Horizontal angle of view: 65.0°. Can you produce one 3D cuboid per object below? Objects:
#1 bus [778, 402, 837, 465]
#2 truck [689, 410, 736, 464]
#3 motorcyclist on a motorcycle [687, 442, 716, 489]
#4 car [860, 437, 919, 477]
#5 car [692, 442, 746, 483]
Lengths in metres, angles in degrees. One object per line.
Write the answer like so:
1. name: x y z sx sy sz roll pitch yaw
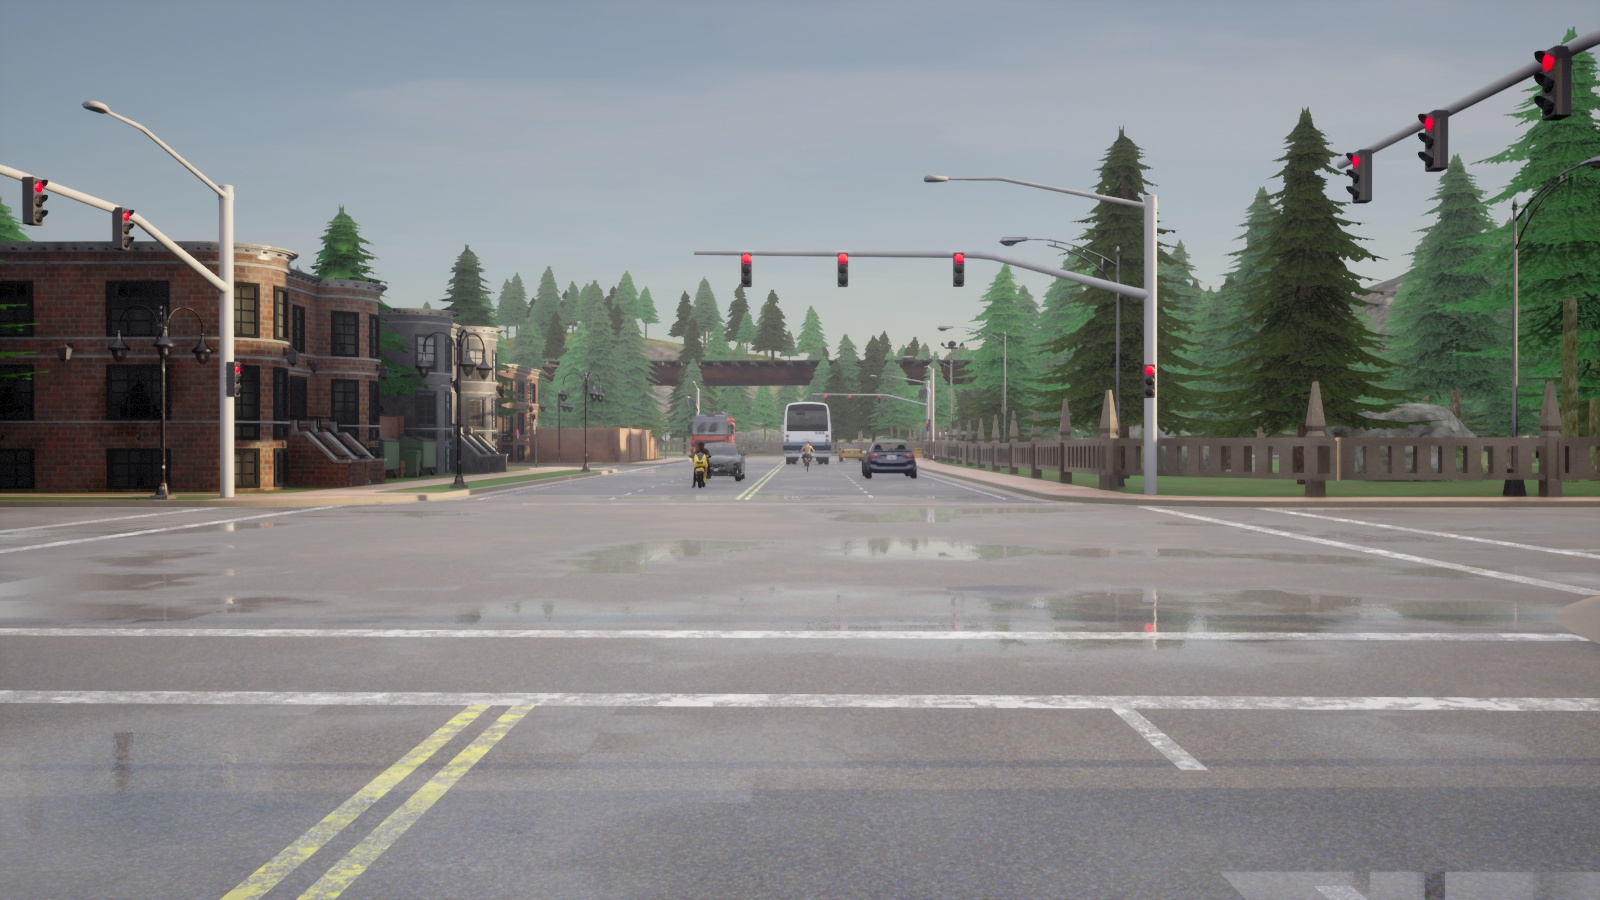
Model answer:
1. bus: 0.523 -1.137 89.809 3.944 4.253 10.273 0 0 0
2. truck: -6.452 -0.956 94.202 2.891 3.827 8.468 0 0 0
3. motorcyclist on a motorcycle: -3.250 0.491 41.544 0.797 1.523 2.044 0 0 0
4. car: 3.823 0.286 54.427 2.242 1.667 4.611 0 0 0
5. car: -3.200 0.461 50.408 1.837 1.490 4.892 0 1 0
